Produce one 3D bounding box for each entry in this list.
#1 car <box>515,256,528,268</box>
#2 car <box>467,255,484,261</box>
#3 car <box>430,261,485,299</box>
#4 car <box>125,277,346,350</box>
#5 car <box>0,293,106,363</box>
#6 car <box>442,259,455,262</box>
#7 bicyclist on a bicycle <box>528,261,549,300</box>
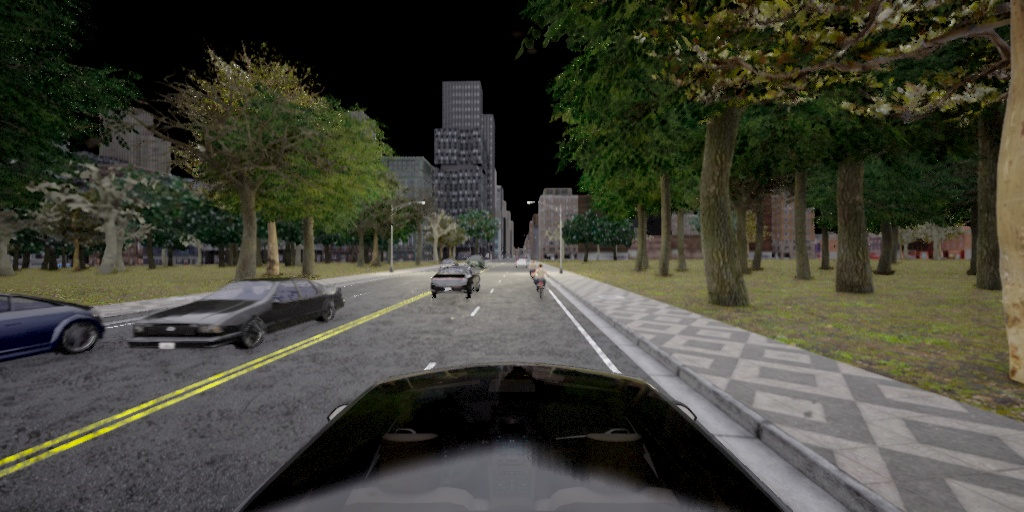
[{"bbox_3d":[1.634,1.236,61.590,1.812,1.442,4.674,0,-1,1],"label":"car"},{"bbox_3d":[-5.274,0.925,52.783,2.150,2.045,5.566,0,0,2],"label":"car"},{"bbox_3d":[-2.703,1.210,17.913,2.128,1.511,4.902,0,0,1],"label":"car"},{"bbox_3d":[-6.369,1.281,9.339,2.033,1.411,5.357,0,0,1],"label":"car"},{"bbox_3d":[-9.705,1.304,5.877,1.994,1.385,4.181,0,0,1],"label":"car"},{"bbox_3d":[-8.628,1.192,48.699,2.128,1.511,4.902,0,0,2],"label":"car"},{"bbox_3d":[1.308,1.158,16.573,0.866,1.612,1.509,0,0,1],"label":"bicyclist on a bicycle"}]
